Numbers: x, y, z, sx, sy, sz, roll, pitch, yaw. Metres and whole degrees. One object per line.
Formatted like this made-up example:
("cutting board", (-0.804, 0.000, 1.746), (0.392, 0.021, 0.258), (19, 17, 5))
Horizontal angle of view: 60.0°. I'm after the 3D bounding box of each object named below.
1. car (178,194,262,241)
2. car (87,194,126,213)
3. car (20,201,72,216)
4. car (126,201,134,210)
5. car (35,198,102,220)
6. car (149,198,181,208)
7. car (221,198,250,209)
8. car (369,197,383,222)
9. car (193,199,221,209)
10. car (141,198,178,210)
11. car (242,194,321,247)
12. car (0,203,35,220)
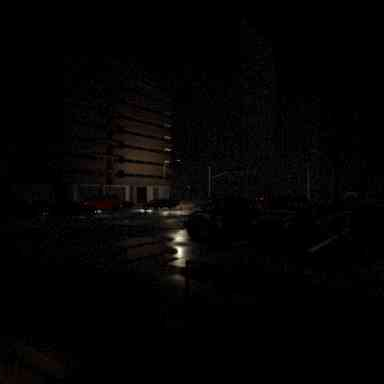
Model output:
("car", (1.606, 1.167, 15.960), (1.932, 1.855, 4.605), (0, 0, 34))
("car", (-10.235, 1.272, 36.257), (2.150, 2.045, 5.566), (0, 0, 34))
("car", (-15.257, 1.657, 35.061), (1.895, 1.301, 4.718), (0, 0, 34))
("car", (-9.879, 1.604, 43.063), (2.033, 1.411, 5.357), (0, 0, 34))
("car", (-10.634, 1.548, 29.024), (1.837, 1.490, 4.892), (0, 0, 34))
("car", (-4.045, 1.605, 51.678), (2.033, 1.411, 5.357), (0, 0, 35))
("car", (6.357, 1.587, 48.055), (2.033, 1.411, 5.357), (0, 0, 34))
("car", (16.002, 1.401, 27.243), (1.970, 1.475, 3.806), (0, 0, 34))
("car", (2.240, 1.646, 48.202), (1.895, 1.301, 4.718), (0, 0, 34))
("car", (-4.424, 1.599, 44.892), (2.033, 1.411, 5.357), (0, 0, 34))
("car", (3.972, 1.165, 14.293), (1.905, 1.878, 3.866), (0, 0, 34))
("car", (-15.342, 1.613, 28.657), (1.994, 1.385, 4.181), (0, 0, 34))
